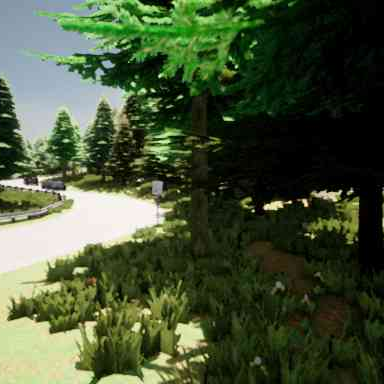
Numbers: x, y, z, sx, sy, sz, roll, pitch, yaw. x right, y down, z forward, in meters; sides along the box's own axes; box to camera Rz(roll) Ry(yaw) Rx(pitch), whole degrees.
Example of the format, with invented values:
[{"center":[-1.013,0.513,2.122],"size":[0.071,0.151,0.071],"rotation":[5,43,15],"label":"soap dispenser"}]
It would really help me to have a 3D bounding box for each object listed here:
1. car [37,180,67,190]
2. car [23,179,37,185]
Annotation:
[{"center":[-19.195,-0.972,46.118],"size":[4.181,1.385,1.994],"rotation":[6,4,39],"label":"car"},{"center":[-25.857,-1.894,53.352],"size":[1.837,1.490,4.892],"rotation":[0,5,-34],"label":"car"}]
